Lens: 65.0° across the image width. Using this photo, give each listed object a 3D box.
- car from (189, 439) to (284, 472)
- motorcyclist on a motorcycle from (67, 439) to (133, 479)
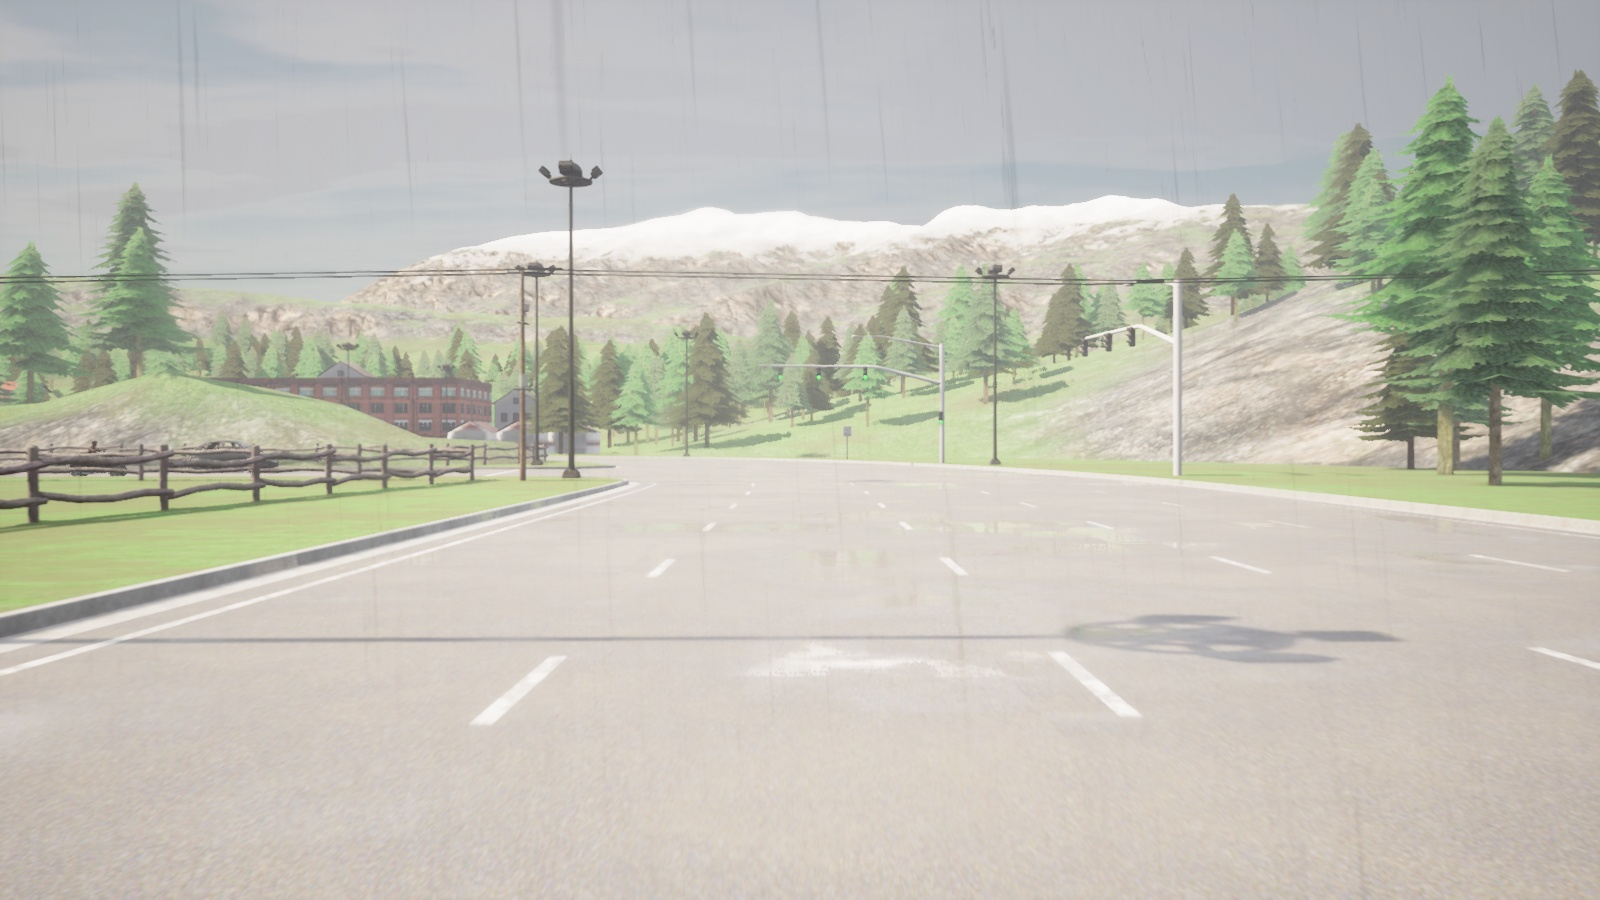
[{"bbox_3d":[-28.405,0.257,63.372,3.988,1.617,1.851,0,0,0],"label":"car"},{"bbox_3d":[-29.443,0.369,52.866,2.350,1.649,0.766,0,0,0],"label":"motorcyclist on a motorcycle"}]
